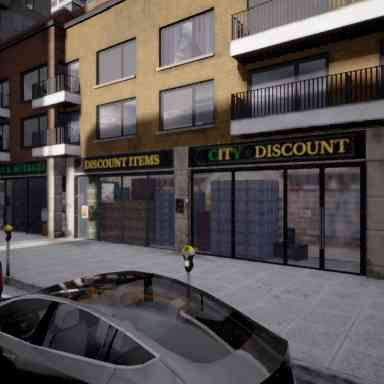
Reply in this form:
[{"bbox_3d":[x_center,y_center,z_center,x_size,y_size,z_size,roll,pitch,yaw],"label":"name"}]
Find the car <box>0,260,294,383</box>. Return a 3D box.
[{"bbox_3d":[-1.099,1.566,3.586,4.313,1.339,1.947,0,0,35],"label":"car"}]
